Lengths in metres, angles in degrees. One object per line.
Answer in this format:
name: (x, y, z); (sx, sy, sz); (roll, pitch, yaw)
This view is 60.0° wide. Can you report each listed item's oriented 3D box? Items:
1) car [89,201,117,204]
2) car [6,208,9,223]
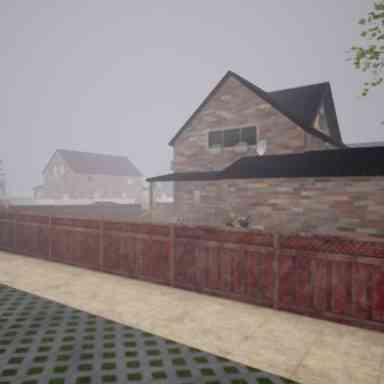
car: (-9.044, 1.622, 32.387); (1.837, 1.490, 4.892); (0, 0, 35)
car: (-15.036, 1.620, 23.932); (1.994, 1.385, 4.181); (0, 0, 36)
